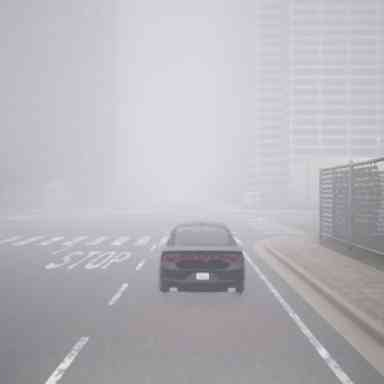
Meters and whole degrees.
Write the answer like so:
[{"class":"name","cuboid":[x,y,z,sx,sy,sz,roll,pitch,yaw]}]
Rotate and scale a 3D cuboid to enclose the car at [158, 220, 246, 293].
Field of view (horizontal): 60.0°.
[{"class":"car","cuboid":[0.236,1.494,8.982,1.882,1.535,5.008,0,0,1]}]
